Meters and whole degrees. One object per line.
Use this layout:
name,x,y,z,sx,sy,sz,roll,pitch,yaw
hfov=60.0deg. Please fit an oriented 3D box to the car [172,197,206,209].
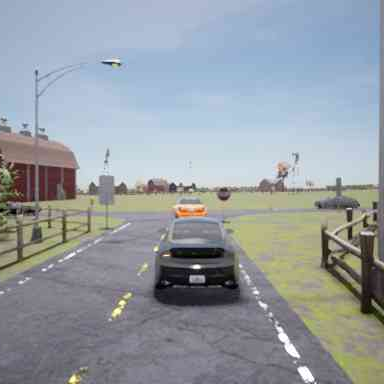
car,-0.290,1.153,23.765,2.097,1.767,4.553,0,0,-7

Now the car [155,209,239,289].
car,0.109,1.430,8.906,1.837,1.490,4.892,0,0,0

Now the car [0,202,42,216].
car,-16.785,1.580,31.599,4.718,1.301,1.895,-1,0,6

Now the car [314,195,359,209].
car,14.805,1.021,34.129,4.181,1.385,1.994,-1,0,-3

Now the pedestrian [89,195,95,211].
pedestrian,-11.155,1.180,37.060,0.375,1.860,0.375,0,1,4
